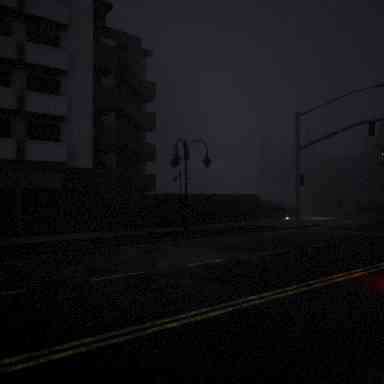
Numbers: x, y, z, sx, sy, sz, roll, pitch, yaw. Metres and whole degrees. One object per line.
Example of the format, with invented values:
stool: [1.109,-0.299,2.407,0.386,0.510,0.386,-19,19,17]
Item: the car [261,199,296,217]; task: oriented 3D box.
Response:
car: [7.834,1.478,32.203,1.882,1.535,5.008,0,0,-38]
